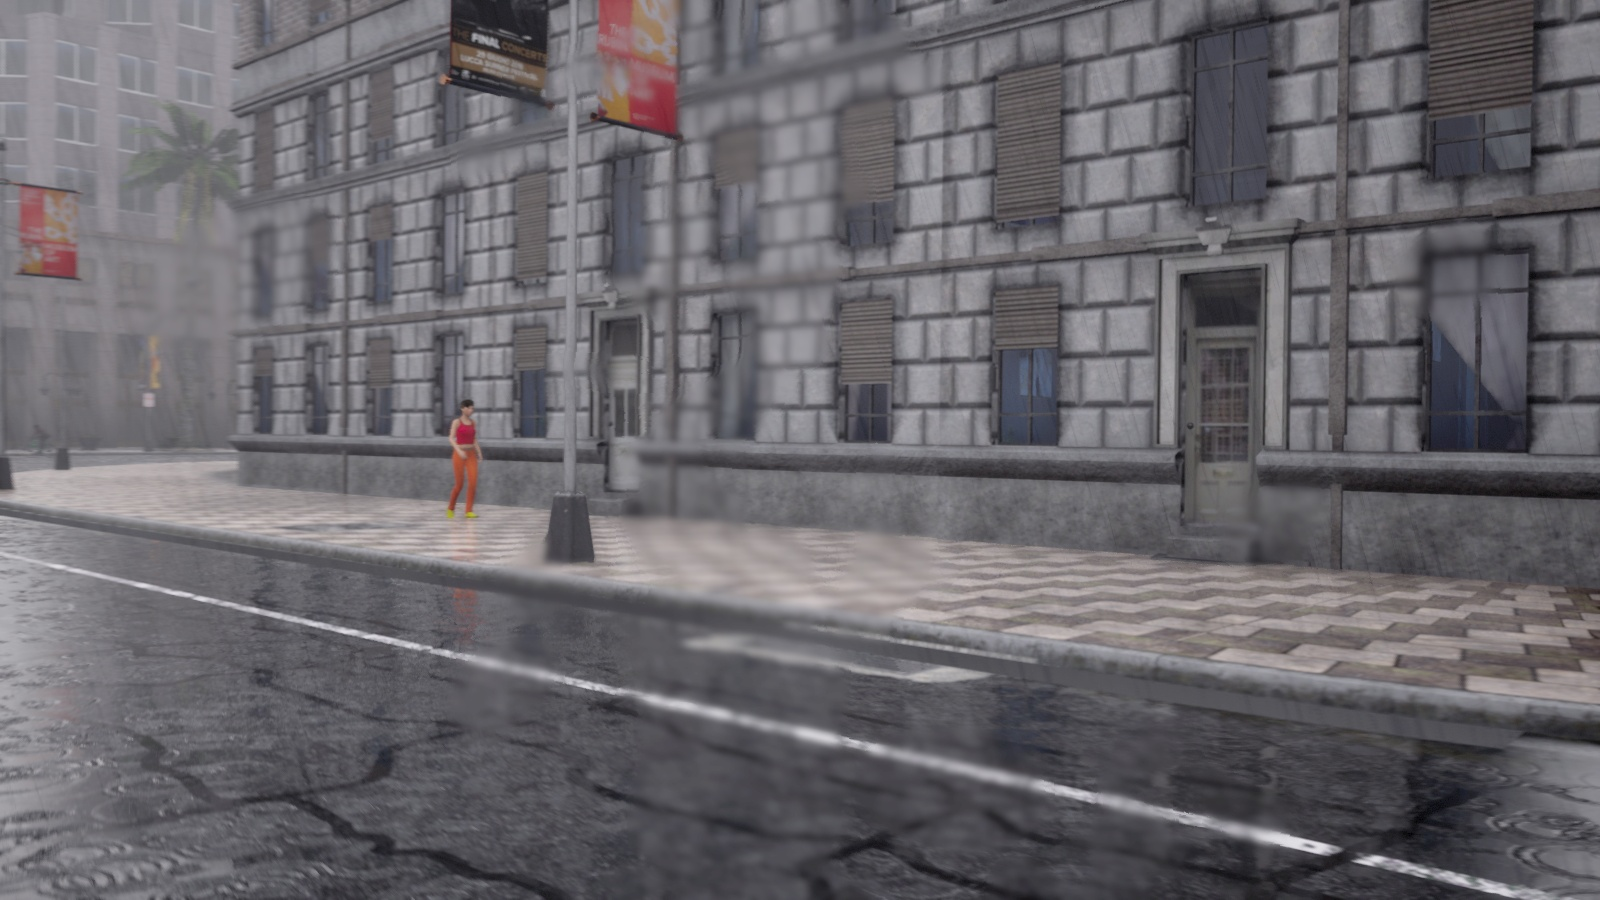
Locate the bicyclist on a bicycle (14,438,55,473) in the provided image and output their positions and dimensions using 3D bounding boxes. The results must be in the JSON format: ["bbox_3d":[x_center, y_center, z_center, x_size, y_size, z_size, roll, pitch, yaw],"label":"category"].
[{"bbox_3d":[-36.789,0.256,60.363,0.582,1.620,1.656,0,1,21],"label":"bicyclist on a bicycle"}]

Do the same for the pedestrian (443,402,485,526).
[{"bbox_3d":[-5.092,0.204,19.024,0.345,1.836,0.594,-1,1,-44],"label":"pedestrian"}]
